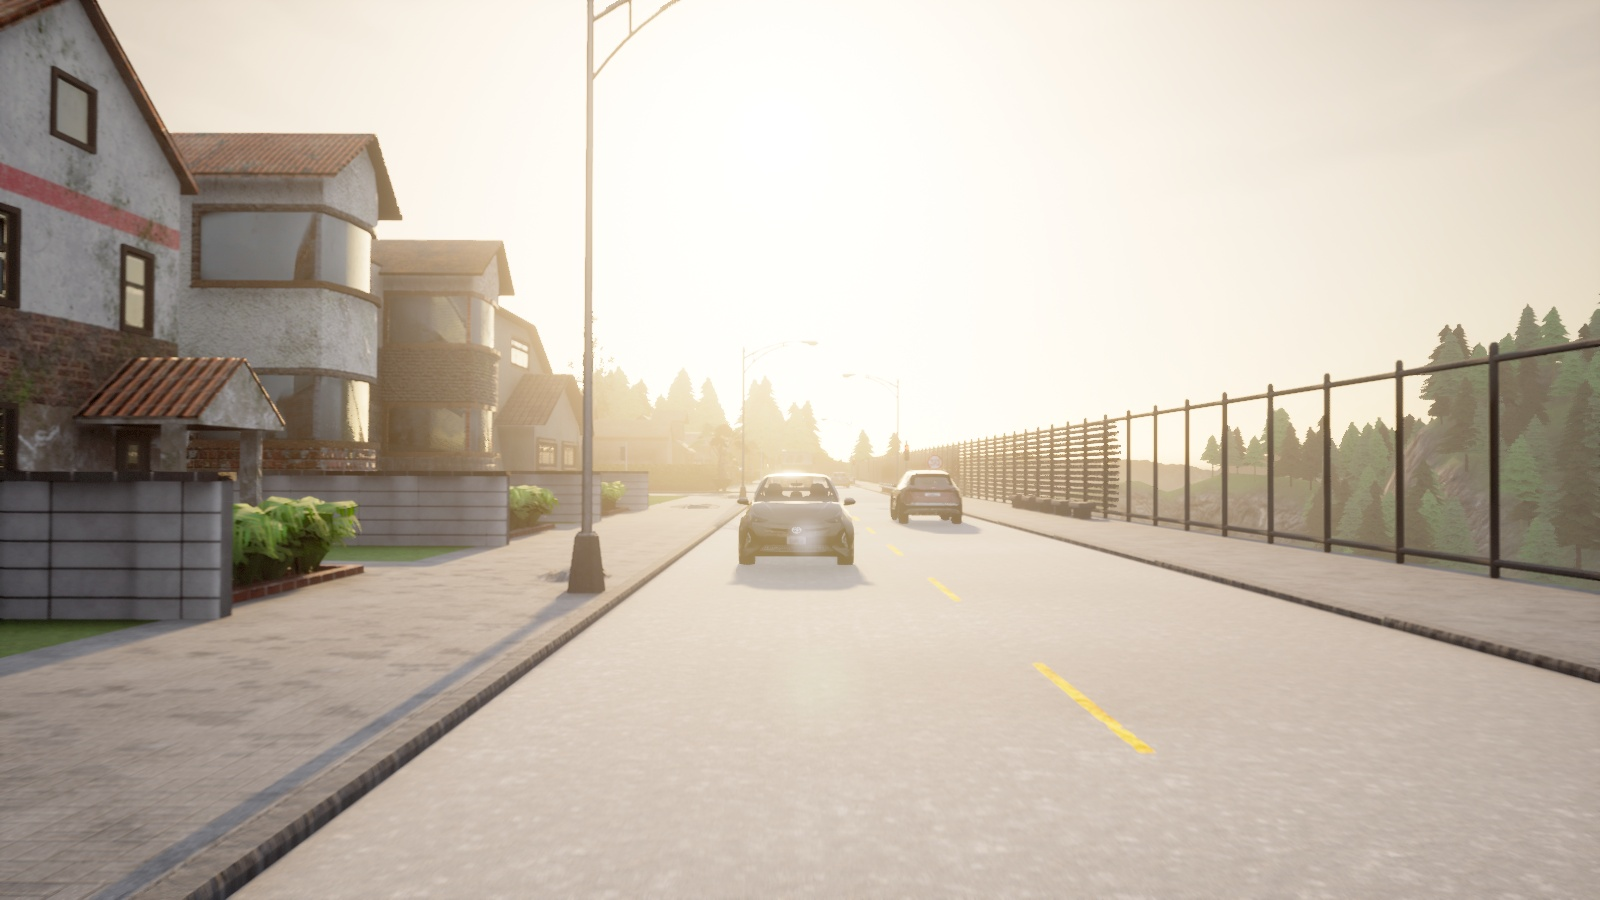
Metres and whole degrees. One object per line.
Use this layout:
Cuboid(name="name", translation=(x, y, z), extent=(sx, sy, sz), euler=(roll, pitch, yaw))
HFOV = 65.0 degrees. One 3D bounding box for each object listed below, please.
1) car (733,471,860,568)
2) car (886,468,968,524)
Cuboid(name="car", translation=(-0.054, 1.133, 22.162), extent=(2.007, 1.525, 4.514), euler=(0, -1, 0))
Cuboid(name="car", translation=(3.904, 1.388, 39.367), extent=(2.033, 1.649, 4.856), euler=(0, -1, 0))
